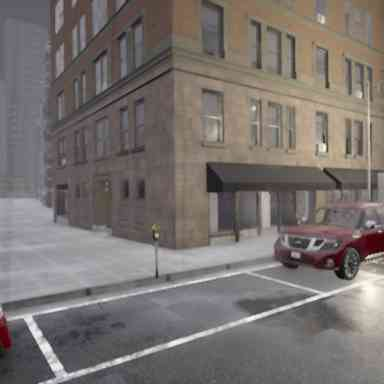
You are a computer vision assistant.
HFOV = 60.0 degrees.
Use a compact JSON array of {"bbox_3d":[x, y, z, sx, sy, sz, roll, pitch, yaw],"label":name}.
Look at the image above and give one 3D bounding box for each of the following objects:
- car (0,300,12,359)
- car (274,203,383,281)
[{"bbox_3d":[-4.298,1.449,3.472,4.097,1.590,1.967,0,0,-36],"label":"car"},{"bbox_3d":[4.665,1.264,9.876,5.009,1.841,2.192,0,0,-36],"label":"car"}]
